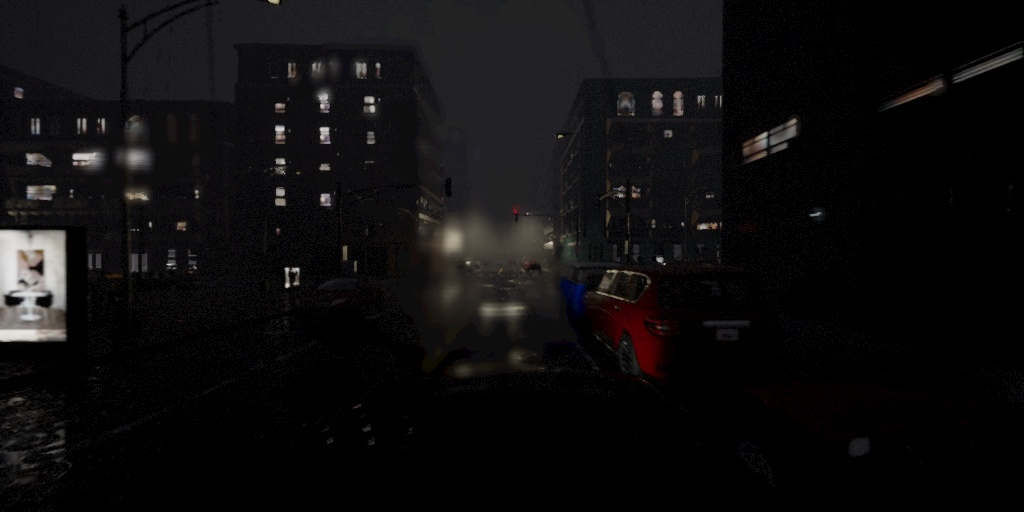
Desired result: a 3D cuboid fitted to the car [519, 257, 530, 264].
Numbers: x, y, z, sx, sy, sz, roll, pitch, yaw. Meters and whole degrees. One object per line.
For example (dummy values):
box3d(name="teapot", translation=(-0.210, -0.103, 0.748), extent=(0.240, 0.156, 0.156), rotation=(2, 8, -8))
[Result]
box3d(name="car", translation=(2.685, 1.256, 61.337), extent=(1.888, 1.381, 4.507), rotation=(0, 0, 0))

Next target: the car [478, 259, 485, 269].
box3d(name="car", translation=(-5.696, 1.278, 55.825), extent=(1.948, 1.339, 4.313), rotation=(0, 0, 0))

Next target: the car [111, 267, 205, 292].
box3d(name="car", translation=(-22.395, 1.618, 23.141), extent=(4.403, 1.370, 2.007), rotation=(0, 0, 0))

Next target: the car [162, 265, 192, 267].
box3d(name="car", translation=(-30.263, 1.548, 31.724), extent=(4.097, 1.591, 1.967), rotation=(0, 0, 0))

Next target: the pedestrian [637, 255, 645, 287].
box3d(name="pedestrian", translation=(6.042, 0.876, 16.925), extent=(0.375, 1.860, 0.375), rotation=(0, 0, 0))

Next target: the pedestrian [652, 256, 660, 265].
box3d(name="pedestrian", translation=(7.044, 0.886, 17.529), extent=(0.375, 1.860, 0.375), rotation=(0, 0, 0))

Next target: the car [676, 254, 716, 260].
box3d(name="car", translation=(15.770, 0.755, 31.927), extent=(5.009, 1.841, 2.192), rotation=(0, 0, 0))

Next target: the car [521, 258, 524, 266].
box3d(name="car", translation=(2.686, 1.280, 50.290), extent=(1.948, 1.339, 4.313), rotation=(0, 0, 0))

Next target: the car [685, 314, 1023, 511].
box3d(name="car", translation=(2.689, 1.296, 1.317), extent=(1.888, 1.381, 4.507), rotation=(0, 0, 0))

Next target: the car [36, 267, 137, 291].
box3d(name="car", translation=(-30.499, 1.640, 25.800), extent=(5.008, 1.535, 1.882), rotation=(-1, 0, 0))

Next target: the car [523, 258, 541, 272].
box3d(name="car", translation=(2.686, 1.298, 44.767), extent=(1.802, 1.307, 4.207), rotation=(0, 0, 0))

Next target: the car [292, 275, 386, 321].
box3d(name="car", translation=(-5.693, 1.322, 12.373), extent=(1.802, 1.307, 4.207), rotation=(0, 0, 0))

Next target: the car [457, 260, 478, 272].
box3d(name="car", translation=(-5.695, 1.282, 44.778), extent=(1.948, 1.339, 4.313), rotation=(0, 0, 0))

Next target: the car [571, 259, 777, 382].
box3d(name="car", translation=(2.688, 1.060, 6.845), extent=(2.192, 1.841, 5.009), rotation=(0, 0, 0))

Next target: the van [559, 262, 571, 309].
box3d(name="van", translation=(2.688, 1.081, 12.373), extent=(1.690, 1.789, 3.998), rotation=(0, 0, 0))

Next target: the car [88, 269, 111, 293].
box3d(name="car", translation=(-27.964, 1.699, 23.101), extent=(4.403, 1.370, 2.007), rotation=(0, 0, 0))
